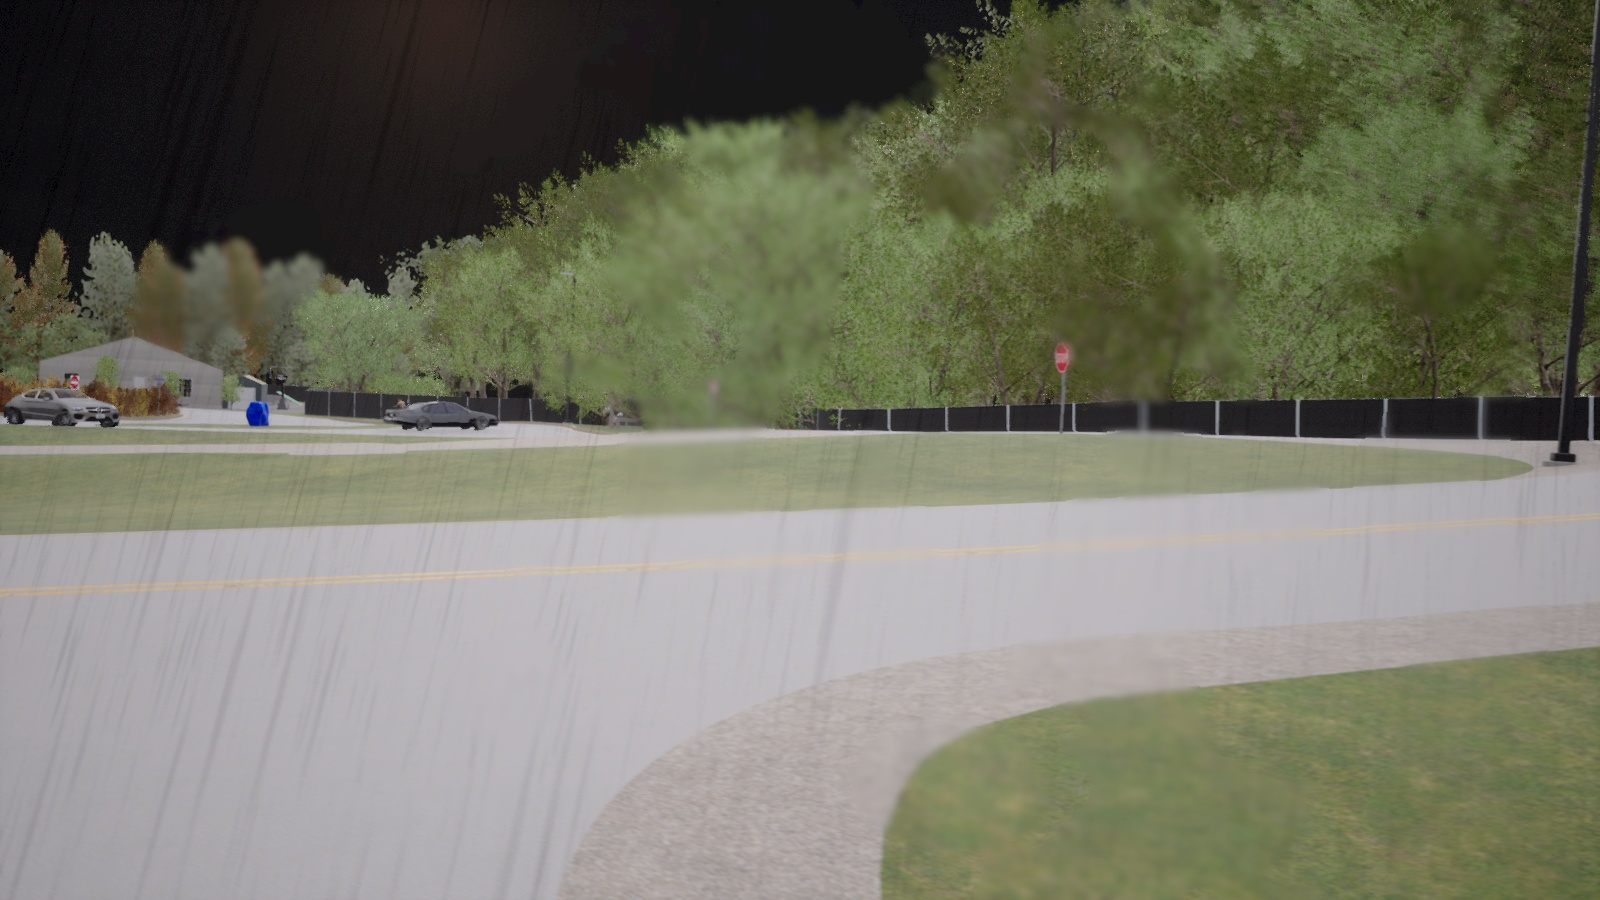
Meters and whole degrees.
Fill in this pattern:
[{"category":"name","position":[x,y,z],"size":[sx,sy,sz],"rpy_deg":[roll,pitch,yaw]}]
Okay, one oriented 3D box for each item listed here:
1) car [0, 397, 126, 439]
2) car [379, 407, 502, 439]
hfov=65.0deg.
[{"category":"car","position":[-30.765,-1.354,52.326],"size":[5.027,1.651,2.152],"rpy_deg":[1,2,26]},{"category":"car","position":[-17.281,-1.334,60.604],"size":[5.357,1.411,2.033],"rpy_deg":[-2,4,-42]}]
